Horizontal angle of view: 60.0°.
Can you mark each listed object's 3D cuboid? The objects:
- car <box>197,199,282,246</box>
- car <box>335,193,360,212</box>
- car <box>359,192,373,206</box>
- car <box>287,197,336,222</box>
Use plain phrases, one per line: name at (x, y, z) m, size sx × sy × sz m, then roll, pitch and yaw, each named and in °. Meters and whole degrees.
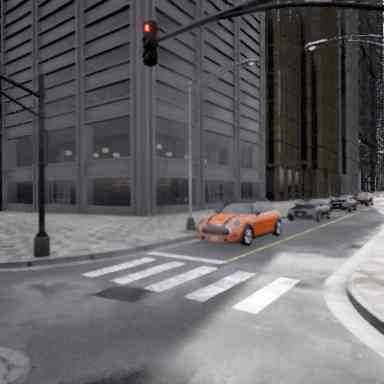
car at (2.164, 1.156, 14.481) m, size 2.097 × 1.767 × 4.553 m, roll 0°, pitch 1°, yaw 37°
car at (13.742, 1.038, 30.520) m, size 1.994 × 1.385 × 4.181 m, roll 0°, pitch 1°, yaw 35°
car at (19.860, 0.786, 38.954) m, size 1.882 × 1.535 × 5.008 m, roll 0°, pitch 1°, yaw 36°
car at (7.936, 1.201, 22.441) m, size 1.994 × 1.385 × 4.181 m, roll 0°, pitch 1°, yaw 36°
